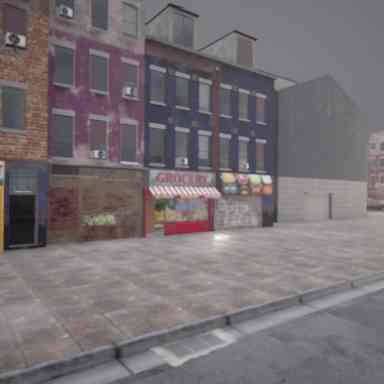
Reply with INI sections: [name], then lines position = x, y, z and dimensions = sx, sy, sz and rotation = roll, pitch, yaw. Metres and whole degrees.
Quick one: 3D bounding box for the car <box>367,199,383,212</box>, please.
[car]
position = 25.113, 1.792, 44.888
dimensions = 2.097, 1.767, 4.553
rotation = 1, -1, -36
